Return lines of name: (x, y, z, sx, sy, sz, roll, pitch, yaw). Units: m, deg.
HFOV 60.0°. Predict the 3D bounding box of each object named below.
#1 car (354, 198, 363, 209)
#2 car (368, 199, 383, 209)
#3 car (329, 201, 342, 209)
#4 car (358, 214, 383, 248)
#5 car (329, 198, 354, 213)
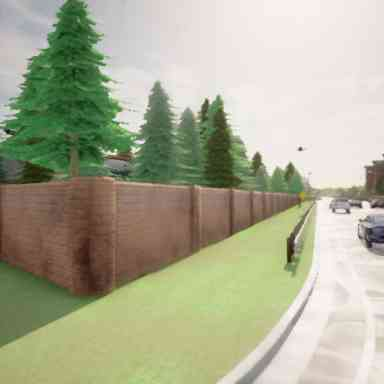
car: (29.638, 2.292, 60.132, 1.837, 1.490, 4.892, 0, -1, 21)
car: (32.949, 2.131, 59.000, 2.097, 1.767, 4.553, 0, -1, 21)
car: (25.876, 2.382, 60.074, 1.895, 1.301, 4.718, 0, -1, 21)
car: (8.956, 1.733, 15.573, 1.812, 1.442, 4.674, 0, -1, 21)
car: (20.710, 1.822, 46.275, 2.150, 2.045, 5.566, 0, -1, 21)
